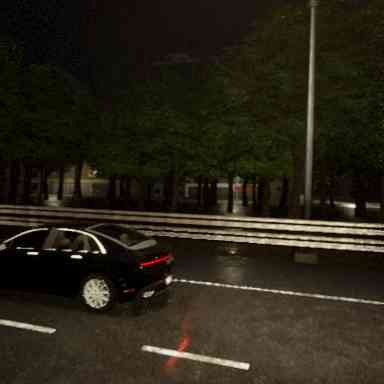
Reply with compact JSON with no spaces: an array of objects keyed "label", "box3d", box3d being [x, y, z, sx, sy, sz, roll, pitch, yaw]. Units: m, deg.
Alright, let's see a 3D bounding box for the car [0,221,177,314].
[{"label":"car","box3d":[-2.753,1.393,7.186,4.892,1.490,1.837,2,0,17]}]
